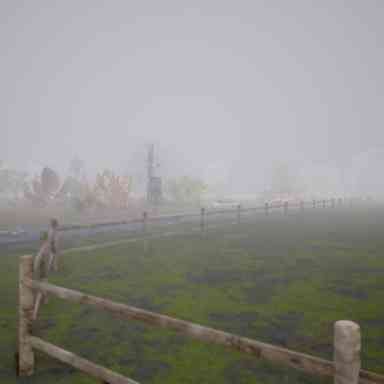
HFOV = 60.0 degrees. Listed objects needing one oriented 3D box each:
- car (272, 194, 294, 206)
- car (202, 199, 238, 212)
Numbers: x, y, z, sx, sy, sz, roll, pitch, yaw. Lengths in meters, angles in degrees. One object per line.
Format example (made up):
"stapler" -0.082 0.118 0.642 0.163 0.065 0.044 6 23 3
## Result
"car" 13.742 1.225 50.196 2.097 1.767 4.553 0 0 36
"car" 3.034 1.419 35.599 1.895 1.301 4.718 0 0 36
